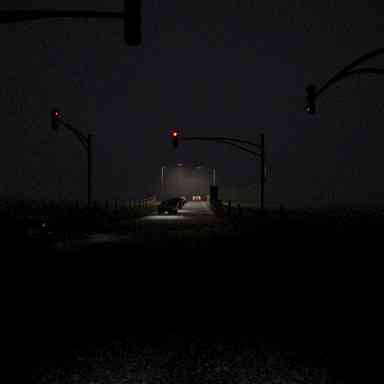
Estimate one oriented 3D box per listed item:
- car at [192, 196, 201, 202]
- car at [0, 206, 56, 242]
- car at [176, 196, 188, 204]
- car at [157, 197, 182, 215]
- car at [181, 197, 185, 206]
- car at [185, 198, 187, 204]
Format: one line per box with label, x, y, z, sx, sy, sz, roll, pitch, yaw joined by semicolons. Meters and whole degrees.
car;1.066;1.617;75.962;1.895;1.301;4.718;0;0;1
car;-8.655;1.337;14.565;5.008;1.535;1.882;1;1;-19
car;-1.923;1.581;63.820;1.994;1.385;4.181;0;0;2
car;-2.414;1.554;34.190;2.033;1.411;5.357;0;0;0
car;-2.265;1.514;43.968;1.837;1.490;4.892;0;0;1
car;-2.122;1.560;53.815;2.033;1.411;5.357;0;0;1
